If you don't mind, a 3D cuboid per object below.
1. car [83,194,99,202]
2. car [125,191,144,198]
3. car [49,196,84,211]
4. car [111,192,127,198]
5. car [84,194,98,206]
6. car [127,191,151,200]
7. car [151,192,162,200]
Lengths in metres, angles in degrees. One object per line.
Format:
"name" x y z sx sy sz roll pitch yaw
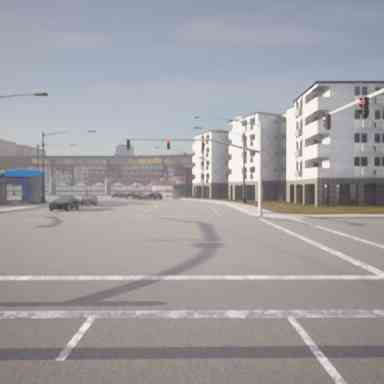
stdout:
"car" -17.441 1.052 57.385 1.895 1.301 4.718 0 1 -26
"car" -13.309 0.576 76.440 1.837 1.490 4.892 -1 1 -45
"car" -13.524 1.181 35.515 1.882 1.535 5.008 0 1 0
"car" -16.219 0.666 74.425 1.812 1.442 4.674 -1 1 -45
"car" -14.013 1.111 45.677 1.812 1.442 4.674 0 1 -9
"car" -10.724 0.824 67.299 2.128 1.511 4.902 0 1 -32
"car" -7.845 0.808 69.296 1.837 1.490 4.892 0 1 -32
